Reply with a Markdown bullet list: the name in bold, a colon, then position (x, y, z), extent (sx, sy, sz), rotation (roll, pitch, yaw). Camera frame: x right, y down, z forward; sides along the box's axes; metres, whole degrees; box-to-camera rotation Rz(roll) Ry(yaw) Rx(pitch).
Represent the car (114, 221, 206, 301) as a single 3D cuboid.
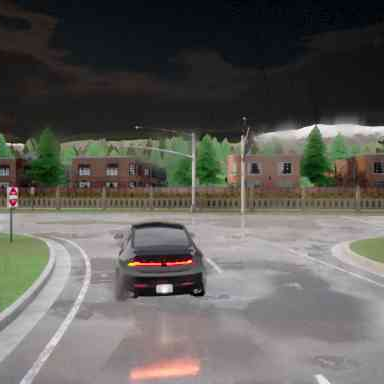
- **car**: position (-0.888, 1.503, 8.418), extent (1.837, 1.490, 4.892), rotation (0, 0, -9)
